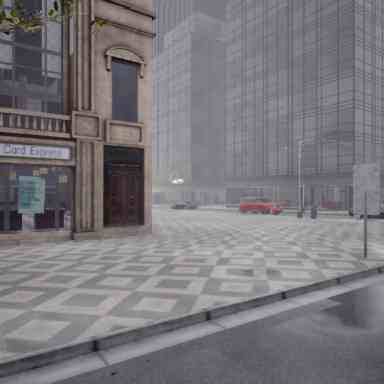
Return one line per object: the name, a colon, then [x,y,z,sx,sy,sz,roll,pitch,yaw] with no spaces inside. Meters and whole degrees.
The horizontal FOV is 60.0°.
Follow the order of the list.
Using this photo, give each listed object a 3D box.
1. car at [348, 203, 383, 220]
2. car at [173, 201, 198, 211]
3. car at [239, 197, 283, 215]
car: [15.619,1.690,27.776,2.128,1.511,4.902,0,-1,-36]
car: [-1.097,2.124,51.500,1.882,1.535,5.008,0,-1,-35]
car: [7.878,1.627,38.720,2.150,2.045,5.566,0,-1,-36]
